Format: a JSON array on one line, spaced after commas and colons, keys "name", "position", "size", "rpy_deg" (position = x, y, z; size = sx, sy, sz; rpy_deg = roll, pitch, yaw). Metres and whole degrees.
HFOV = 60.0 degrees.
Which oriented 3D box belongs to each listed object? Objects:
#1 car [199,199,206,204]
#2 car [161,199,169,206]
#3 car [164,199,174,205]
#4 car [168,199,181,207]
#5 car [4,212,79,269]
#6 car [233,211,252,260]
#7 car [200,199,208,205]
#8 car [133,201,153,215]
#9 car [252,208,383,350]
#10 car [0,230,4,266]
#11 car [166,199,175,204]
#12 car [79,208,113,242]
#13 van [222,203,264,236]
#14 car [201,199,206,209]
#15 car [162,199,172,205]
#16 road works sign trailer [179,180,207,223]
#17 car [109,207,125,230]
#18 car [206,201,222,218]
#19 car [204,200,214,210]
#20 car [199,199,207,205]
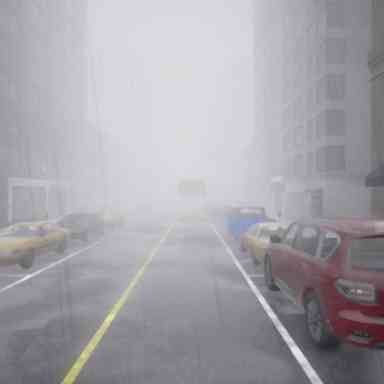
[{"name": "car", "position": [2.783, 2.508, 88.875], "size": [1.887, 1.381, 4.507], "rpy_deg": [-1, -1, 0]}, {"name": "car", "position": [-5.749, 2.214, 72.364], "size": [1.967, 1.590, 4.097], "rpy_deg": [-1, -1, 0]}, {"name": "car", "position": [-5.744, 2.450, 83.373], "size": [2.008, 1.369, 4.403], "rpy_deg": [-1, -1, 0]}, {"name": "car", "position": [-2.993, 2.256, 65.339], "size": [1.994, 1.385, 4.181], "rpy_deg": [0, -1, 0]}, {"name": "car", "position": [-5.768, 1.642, 11.640], "size": [1.752, 1.417, 4.829], "rpy_deg": [-1, -1, 0]}, {"name": "car", "position": [2.757, 1.645, 11.979], "size": [1.752, 1.417, 4.829], "rpy_deg": [-1, -1, 0]}, {"name": "car", "position": [2.779, 2.381, 77.865], "size": [1.887, 1.381, 4.507], "rpy_deg": [-1, -1, 0]}, {"name": "car", "position": [-5.760, 1.847, 39.336], "size": [1.967, 1.590, 4.097], "rpy_deg": [-1, -1, 0]}, {"name": "car", "position": [2.752, 1.378, 6.306], "size": [2.192, 1.841, 5.009], "rpy_deg": [-1, -1, 0]}, {"name": "car", "position": [-5.771, 1.503, 6.307], "size": [1.967, 1.590, 4.097], "rpy_deg": [-1, -1, 0]}, {"name": "car", "position": [-5.742, 2.507, 88.878], "size": [1.887, 1.381, 4.507], "rpy_deg": [-1, -1, 0]}, {"name": "car", "position": [-5.766, 1.740, 17.315], "size": [1.947, 1.339, 4.313], "rpy_deg": [-1, -1, 0]}, {"name": "van", "position": [2.756, 1.515, 17.314], "size": [1.690, 1.788, 3.998], "rpy_deg": [-1, -1, 0]}, {"name": "car", "position": [2.768, 1.967, 50.343], "size": [1.967, 1.590, 4.097], "rpy_deg": [-1, -1, 0]}, {"name": "car", "position": [-5.746, 2.402, 77.868], "size": [1.947, 1.339, 4.313], "rpy_deg": [-1, -1, 0]}, {"name": "road works sign trailer", "position": [0.030, 0.757, 28.942], "size": [2.380, 3.560, 2.880], "rpy_deg": [0, -1, -3]}, {"name": "car", "position": [-5.765, 1.754, 22.651], "size": [1.752, 1.417, 4.829], "rpy_deg": [-1, -1, 0]}, {"name": "car", "position": [2.765, 1.898, 33.826], "size": [2.008, 1.369, 4.403], "rpy_deg": [-1, -1, 0]}, {"name": "car", "position": [2.766, 1.952, 39.332], "size": [1.887, 1.381, 4.507], "rpy_deg": [-1, -1, 0]}, {"name": "car", "position": [2.781, 2.444, 83.370], "size": [1.887, 1.381, 4.507], "rpy_deg": [-1, -1, 0]}]
